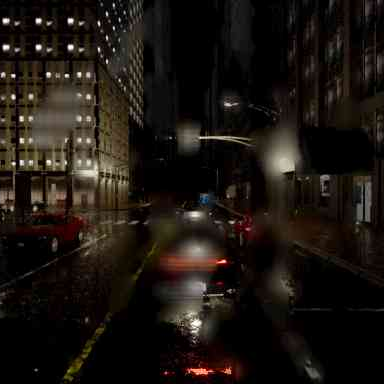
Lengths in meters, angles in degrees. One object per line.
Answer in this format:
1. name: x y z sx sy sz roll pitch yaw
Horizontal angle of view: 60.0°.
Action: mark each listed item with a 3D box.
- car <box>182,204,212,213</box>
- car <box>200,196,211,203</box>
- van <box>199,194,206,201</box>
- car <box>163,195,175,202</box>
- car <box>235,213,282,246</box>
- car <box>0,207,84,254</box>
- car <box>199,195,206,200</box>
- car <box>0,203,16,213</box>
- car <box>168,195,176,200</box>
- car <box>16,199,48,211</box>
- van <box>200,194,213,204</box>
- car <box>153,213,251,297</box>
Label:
1. car: 0.125 1.562 17.411 1.994 1.385 4.181 0 0 0
2. car: 2.784 1.534 69.874 2.008 1.369 4.403 0 0 0
3. van: 2.807 1.313 86.965 1.690 1.788 3.998 0 0 0
4. car: -5.588 1.524 75.583 1.887 1.381 4.507 0 0 0
5. car: 2.835 1.580 14.888 1.802 1.307 4.206 0 0 0
6. car: -5.806 1.543 13.523 1.887 1.381 4.507 0 0 0
7. car: 2.816 1.550 92.661 1.802 1.307 4.206 0 0 0
8. car: -18.569 1.308 28.881 5.009 1.841 2.192 0 0 1
9. car: -5.564 1.533 92.674 1.947 1.339 4.313 0 0 0
10. car: -18.470 1.499 37.262 4.403 1.369 2.008 0 0 1
11. van: 2.766 1.329 58.481 1.690 1.788 3.998 0 0 0
12. car: 0.111 1.504 8.535 1.837 1.490 4.892 0 0 0
